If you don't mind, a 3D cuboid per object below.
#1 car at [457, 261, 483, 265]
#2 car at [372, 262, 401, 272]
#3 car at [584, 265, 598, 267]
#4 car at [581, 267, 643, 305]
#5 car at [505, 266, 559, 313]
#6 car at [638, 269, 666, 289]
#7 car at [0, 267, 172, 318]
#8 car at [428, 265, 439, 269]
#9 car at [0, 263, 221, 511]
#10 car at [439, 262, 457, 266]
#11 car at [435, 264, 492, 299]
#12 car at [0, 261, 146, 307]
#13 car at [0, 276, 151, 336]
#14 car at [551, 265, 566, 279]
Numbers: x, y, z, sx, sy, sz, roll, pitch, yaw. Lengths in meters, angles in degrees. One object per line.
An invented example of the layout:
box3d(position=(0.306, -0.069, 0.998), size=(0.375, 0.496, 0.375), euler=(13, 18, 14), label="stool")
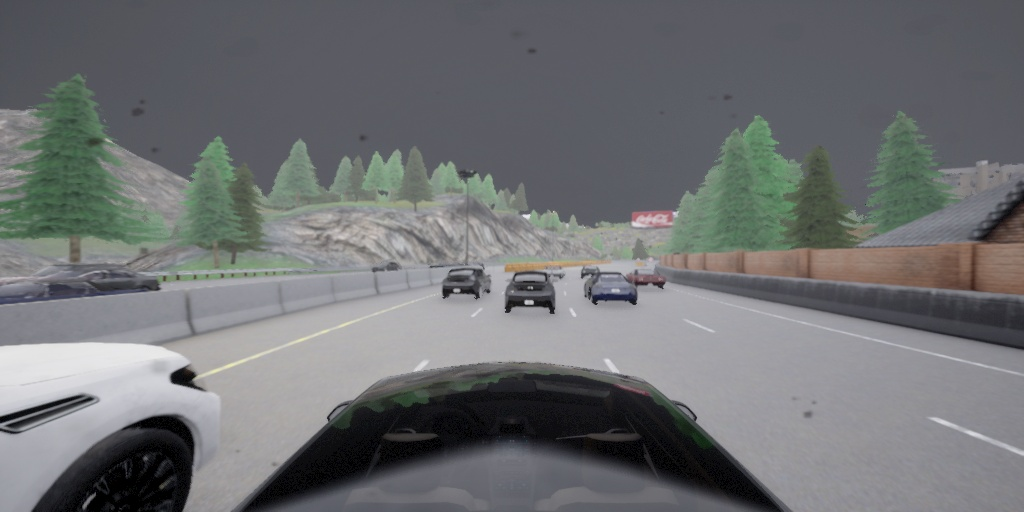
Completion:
box3d(position=(-5.641, 1.557, 52.803), size=(2.128, 1.511, 4.902), euler=(0, 0, 19), label="car")
box3d(position=(-17.479, 1.515, 50.099), size=(1.837, 1.490, 4.892), euler=(0, -1, 17), label="car")
box3d(position=(8.336, 1.613, 37.853), size=(1.895, 1.301, 4.718), euler=(0, 0, 14), label="car")
box3d(position=(4.553, 1.428, 17.009), size=(1.994, 1.385, 4.181), euler=(0, 0, 6), label="car")
box3d(position=(0.788, 1.341, 14.538), size=(1.837, 1.490, 4.892), euler=(0, 0, 5), label="car")
box3d(position=(9.160, 1.532, 24.968), size=(1.895, 1.301, 4.718), euler=(0, 0, 9), label="car")
box3d(position=(-16.977, 1.268, 14.189), size=(2.128, 1.511, 4.902), euler=(0, 0, 5), label="car")
box3d(position=(-11.461, 1.677, 57.559), size=(1.895, 1.301, 4.718), euler=(0, 0, 19), label="car")
box3d(position=(-3.353, 0.951, 0.409), size=(2.150, 2.045, 5.566), euler=(0, 0, 0), label="car")
box3d(position=(-8.760, 1.629, 54.502), size=(1.994, 1.385, 4.181), euler=(0, 0, 19), label="car")
box3d(position=(-2.265, 1.359, 18.900), size=(1.837, 1.490, 4.892), euler=(0, 0, 7), label="car")
box3d(position=(-20.295, 1.132, 16.463), size=(2.097, 1.767, 4.553), euler=(0, 0, 6), label="car")
box3d(position=(-13.775, 1.362, 10.289), size=(1.895, 1.301, 4.718), euler=(0, 0, 3), label="car")
box3d(position=(4.290, 1.588, 36.066), size=(1.895, 1.301, 4.718), euler=(0, 0, 13), label="car")
